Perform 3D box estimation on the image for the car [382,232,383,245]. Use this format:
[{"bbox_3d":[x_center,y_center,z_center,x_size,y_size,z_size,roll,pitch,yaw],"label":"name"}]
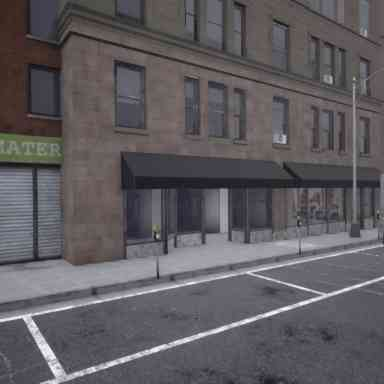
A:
[{"bbox_3d":[9.291,1.540,13.207,4.507,1.381,1.887,0,-1,-36],"label":"car"}]
